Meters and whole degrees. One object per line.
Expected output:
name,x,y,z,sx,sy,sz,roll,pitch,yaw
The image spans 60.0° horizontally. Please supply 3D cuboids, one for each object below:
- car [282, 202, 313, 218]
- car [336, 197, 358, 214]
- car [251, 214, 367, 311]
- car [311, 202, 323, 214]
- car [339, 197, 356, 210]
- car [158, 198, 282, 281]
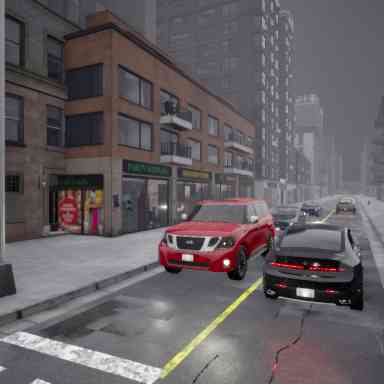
car,5.648,1.562,19.851,2.033,1.411,5.357,0,0,26
car,16.173,1.488,34.852,2.128,1.511,4.902,0,0,27
car,3.034,1.507,7.974,1.837,1.490,4.892,0,0,26
car,10.890,1.612,30.580,1.895,1.301,4.718,0,0,26
car,20.699,1.468,44.248,1.882,1.535,5.008,0,0,26
car,1.102,1.236,10.521,2.150,2.045,5.566,0,0,26
